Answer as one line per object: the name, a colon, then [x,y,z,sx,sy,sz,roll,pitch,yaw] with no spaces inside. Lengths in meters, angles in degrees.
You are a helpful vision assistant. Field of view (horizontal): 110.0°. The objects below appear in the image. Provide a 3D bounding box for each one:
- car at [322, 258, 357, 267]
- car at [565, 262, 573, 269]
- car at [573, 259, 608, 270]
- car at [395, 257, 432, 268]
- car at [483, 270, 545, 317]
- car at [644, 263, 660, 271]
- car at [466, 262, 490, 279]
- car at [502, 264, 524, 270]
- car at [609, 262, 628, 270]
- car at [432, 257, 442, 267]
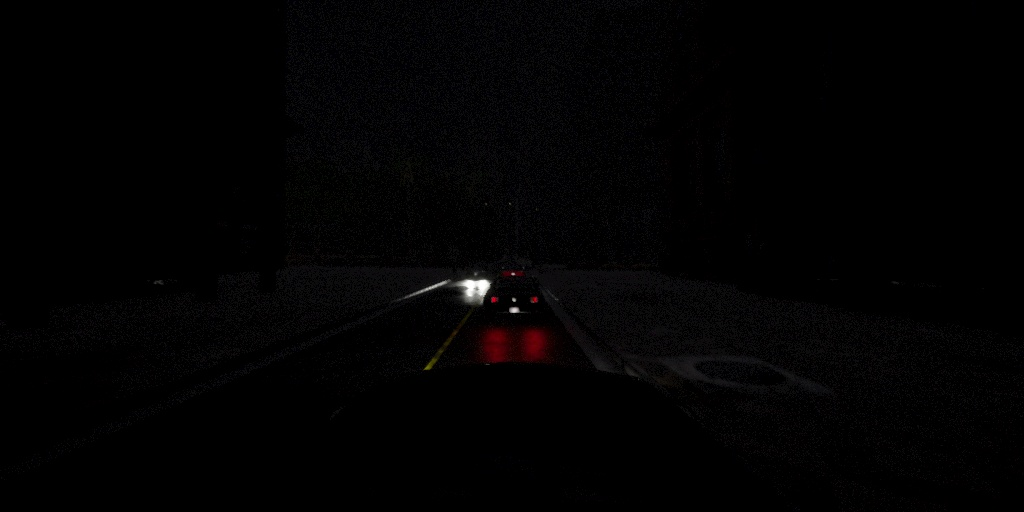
car: [-26.015,1.061,54.698,4.313,1.339,1.948,0,0,0]
car: [11.888,1.419,63.096,5.009,1.841,2.192,0,0,0]
car: [11.870,1.479,54.570,4.097,1.591,1.967,0,0,0]
car: [-14.967,1.209,54.661,4.403,1.370,2.007,0,0,0]
car: [0.085,1.372,13.197,1.895,1.301,4.718,0,0,0]
car: [22.950,1.752,54.533,4.313,1.339,1.948,0,0,0]
car: [-3.079,1.301,33.034,2.128,1.511,4.902,0,0,0]
car: [0.094,1.365,29.668,1.994,1.385,4.181,0,0,0]
car: [17.259,1.704,63.078,4.829,1.417,1.751,0,0,0]
car: [-14.950,1.038,63.186,5.009,1.841,2.192,0,0,0]
